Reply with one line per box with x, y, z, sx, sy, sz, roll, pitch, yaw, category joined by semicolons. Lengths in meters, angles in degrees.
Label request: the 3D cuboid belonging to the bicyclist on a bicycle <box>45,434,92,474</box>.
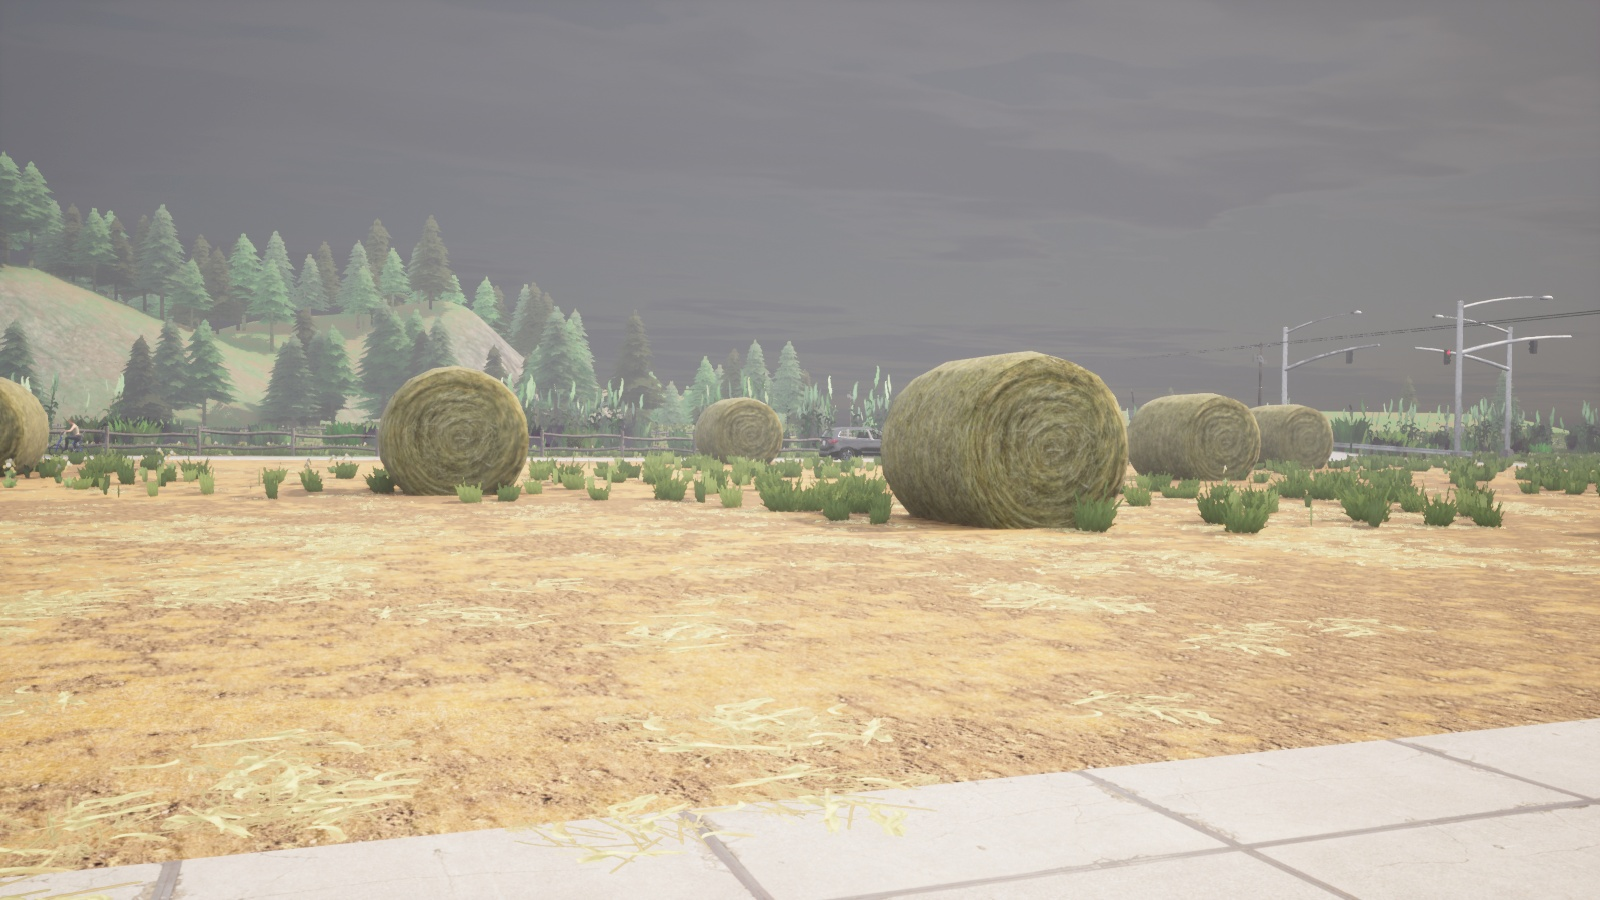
-30.340;0.155;52.111;1.509;1.612;0.866;-1;1;-16;bicyclist on a bicycle

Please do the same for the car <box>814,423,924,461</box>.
3.201;-0.400;58.616;4.611;1.667;2.242;-1;1;-17;car
